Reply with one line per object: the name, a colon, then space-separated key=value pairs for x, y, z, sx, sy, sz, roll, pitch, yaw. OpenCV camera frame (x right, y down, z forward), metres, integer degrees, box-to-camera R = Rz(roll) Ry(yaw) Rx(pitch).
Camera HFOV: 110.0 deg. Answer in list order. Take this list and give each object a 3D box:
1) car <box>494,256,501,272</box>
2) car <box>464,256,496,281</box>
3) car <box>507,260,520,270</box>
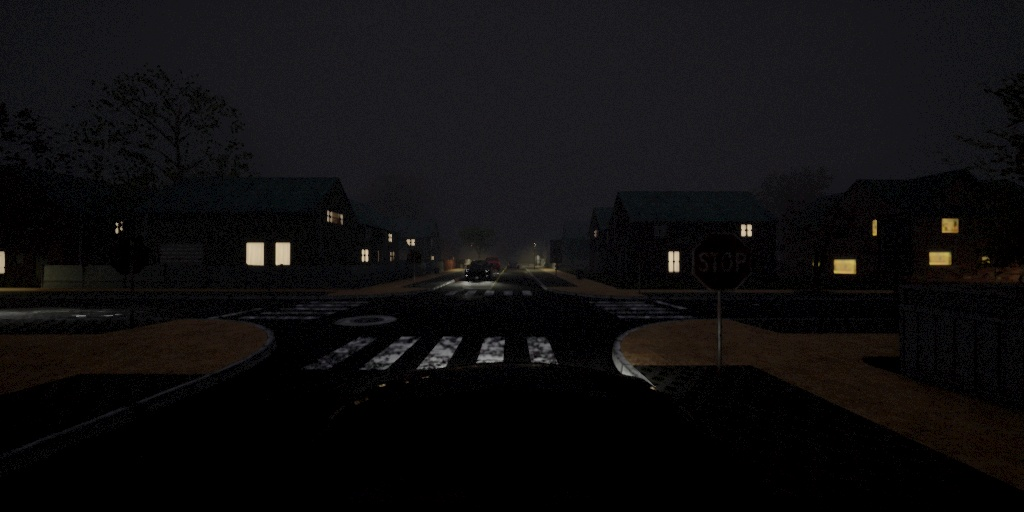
car: x=-2.670 y=1.063 z=47.580 sx=2.150 sy=2.045 sz=5.566 roll=0 pitch=0 yaw=0
car: x=-2.743 y=1.138 z=30.245 sx=2.097 sy=1.767 sz=4.553 roll=0 pitch=0 yaw=0
car: x=0.201 y=1.461 z=57.171 sx=1.994 sy=1.385 sz=4.181 roll=0 pitch=0 yaw=0
